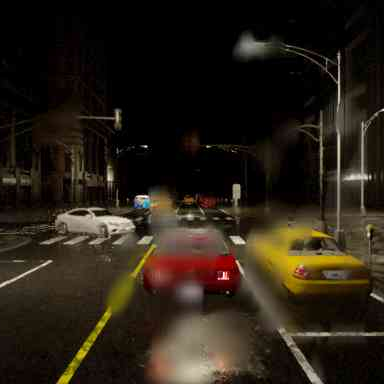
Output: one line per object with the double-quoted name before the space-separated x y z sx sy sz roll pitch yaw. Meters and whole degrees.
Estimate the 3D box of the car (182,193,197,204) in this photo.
"car" -0.552 1.511 65.773 1.882 1.535 5.008 0 0 0

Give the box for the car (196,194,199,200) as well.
"car" 2.242 1.556 63.248 1.752 1.417 4.829 0 0 0

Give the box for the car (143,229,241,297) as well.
"car" -0.007 1.601 8.518 1.895 1.301 4.718 0 0 0

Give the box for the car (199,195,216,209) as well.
"car" 2.389 1.561 46.503 1.887 1.381 4.507 0 0 0

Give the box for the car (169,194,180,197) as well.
"car" -3.573 1.533 60.616 1.837 1.490 4.892 0 0 0

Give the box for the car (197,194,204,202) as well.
"car" 2.292 1.570 57.553 1.887 1.381 4.507 0 0 0

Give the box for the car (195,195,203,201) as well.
"car" 2.003 1.607 90.705 2.008 1.369 4.403 0 0 0

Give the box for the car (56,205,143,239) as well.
"car" -5.107 1.538 17.351 4.674 1.442 1.812 -1 -2 30

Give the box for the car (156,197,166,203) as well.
"car" -6.351 1.618 68.547 1.802 1.307 4.206 0 0 0

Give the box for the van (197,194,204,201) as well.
"van" 2.050 1.392 85.179 1.690 1.788 3.998 0 0 0

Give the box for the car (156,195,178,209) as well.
"car" -3.479 1.508 45.957 2.128 1.511 4.902 0 0 -1

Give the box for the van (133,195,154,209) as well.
"van" -6.120 1.353 40.923 1.690 1.788 3.998 0 0 0

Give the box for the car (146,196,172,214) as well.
"car" -3.386 1.486 35.283 1.882 1.535 5.008 0 0 -2

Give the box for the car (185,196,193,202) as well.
"car" -0.641 1.488 76.222 1.895 1.301 4.718 0 0 0

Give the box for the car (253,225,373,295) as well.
"car" 2.702 1.526 8.581 1.752 1.417 4.829 0 0 0

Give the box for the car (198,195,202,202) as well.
"car" 2.341 1.565 52.028 1.887 1.381 4.507 0 0 0

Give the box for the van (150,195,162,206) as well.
"van" -6.259 1.366 57.497 1.690 1.788 3.998 0 0 0
